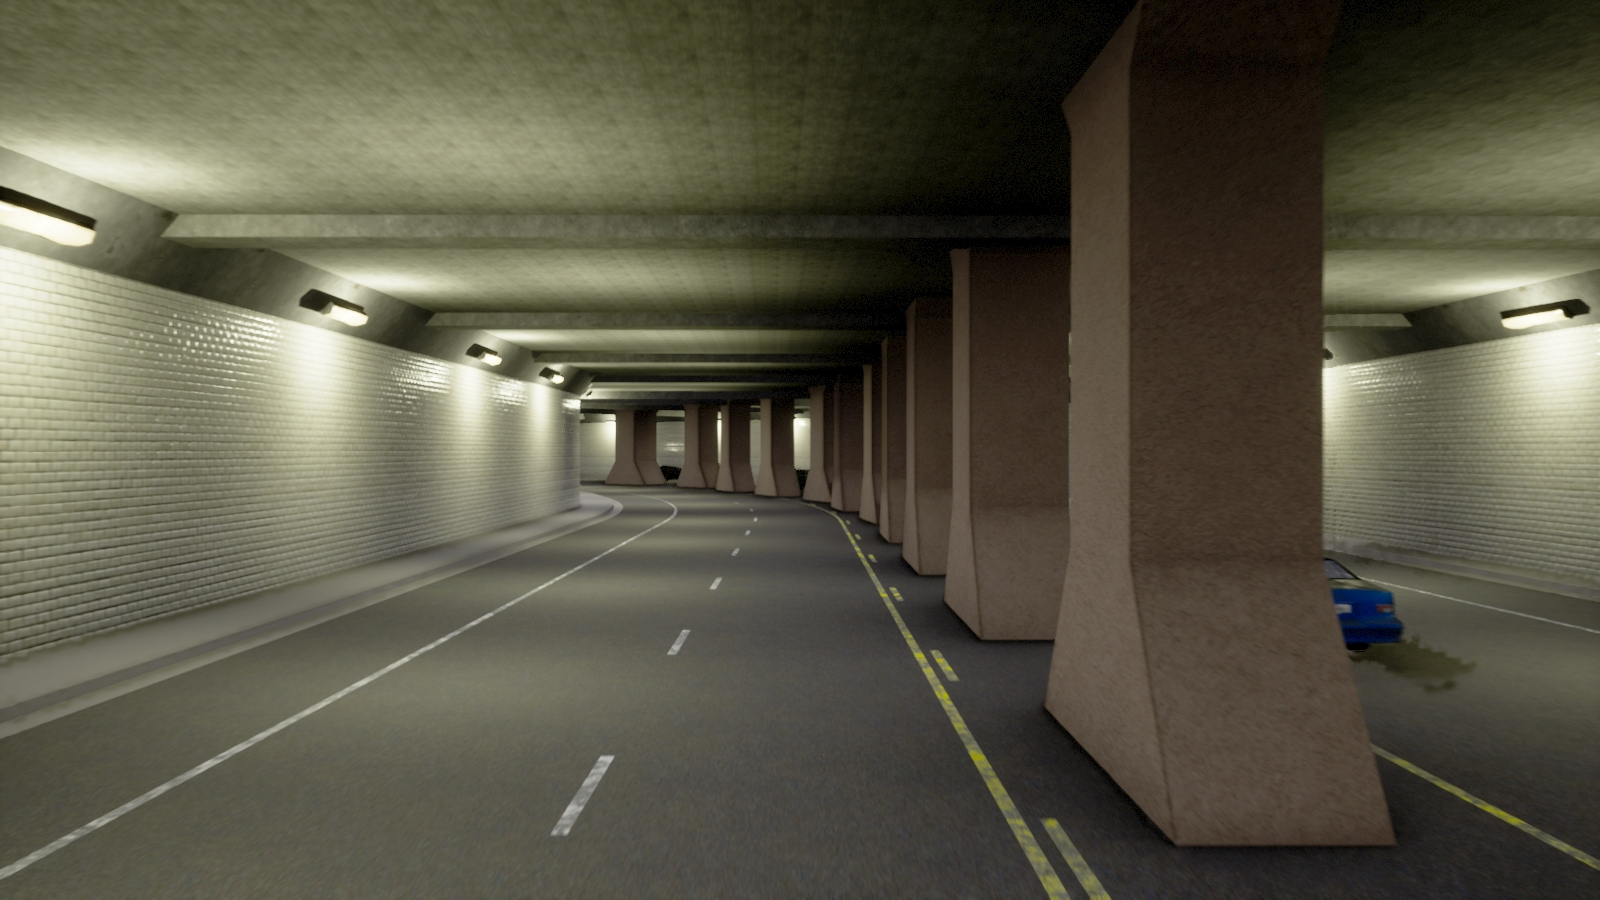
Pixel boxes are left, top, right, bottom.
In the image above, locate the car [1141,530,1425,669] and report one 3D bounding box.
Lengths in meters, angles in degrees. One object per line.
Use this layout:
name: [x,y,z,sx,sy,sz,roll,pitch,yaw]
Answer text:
car: [6.995,2.106,17.331,2.033,1.411,5.357,0,0,0]
